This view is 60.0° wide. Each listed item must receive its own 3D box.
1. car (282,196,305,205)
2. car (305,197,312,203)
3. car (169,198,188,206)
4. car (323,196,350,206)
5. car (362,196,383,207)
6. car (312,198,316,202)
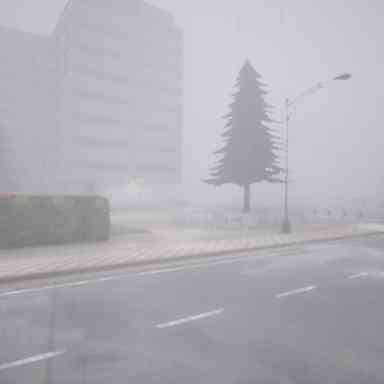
[{"bbox_3d":[25.723,2.158,84.248,1.970,1.475,3.806,1,0,-36],"label":"car"},{"bbox_3d":[28.081,2.158,85.928,1.784,1.438,3.905,1,0,-36],"label":"car"},{"bbox_3d":[-2.612,1.895,61.898,1.812,1.442,4.674,1,-1,-35],"label":"car"},{"bbox_3d":[29.792,2.094,68.603,1.970,1.475,3.806,1,0,-36],"label":"car"},{"bbox_3d":[43.501,2.036,78.485,1.932,1.855,4.605,1,0,-36],"label":"car"},{"bbox_3d":[30.239,1.976,87.528,1.932,1.855,4.605,1,0,-36],"label":"car"}]
